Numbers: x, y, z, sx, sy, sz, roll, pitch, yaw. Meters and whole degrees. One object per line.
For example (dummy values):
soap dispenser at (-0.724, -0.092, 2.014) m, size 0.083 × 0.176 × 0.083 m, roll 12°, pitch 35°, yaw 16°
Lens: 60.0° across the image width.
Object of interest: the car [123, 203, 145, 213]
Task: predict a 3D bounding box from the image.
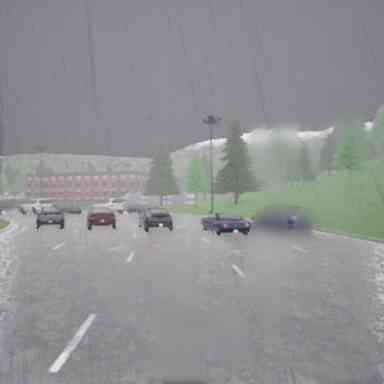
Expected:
car at (-7.075, 2.231, 45.249) m, size 1.994 × 1.385 × 4.181 m, roll 0°, pitch -1°, yaw -42°

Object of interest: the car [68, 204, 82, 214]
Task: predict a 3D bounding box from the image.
car at (-16.601, 2.272, 44.558) m, size 4.181 × 1.385 × 1.994 m, roll -1°, pitch -1°, yaw 41°

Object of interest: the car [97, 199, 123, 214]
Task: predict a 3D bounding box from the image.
car at (-11.218, 1.903, 44.539) m, size 2.150 × 2.045 × 5.566 m, roll 1°, pitch -1°, yaw -43°

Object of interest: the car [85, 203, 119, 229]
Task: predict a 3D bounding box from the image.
car at (-6.894, 1.862, 24.908) m, size 1.882 × 1.535 × 5.008 m, roll 0°, pitch -1°, yaw -20°

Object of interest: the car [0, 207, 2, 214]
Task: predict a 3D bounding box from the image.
car at (-26.627, 2.269, 43.262) m, size 4.674 × 1.442 × 1.812 m, roll -1°, pitch -1°, yaw 32°

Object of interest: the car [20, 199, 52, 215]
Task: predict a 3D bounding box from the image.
car at (-20.148, 1.927, 43.062) m, size 5.566 × 2.045 × 2.150 m, roll -1°, pitch -1°, yaw 39°

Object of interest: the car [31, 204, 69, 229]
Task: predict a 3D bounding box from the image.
car at (-10.738, 1.900, 25.283) m, size 2.128 × 1.511 × 4.902 m, roll 0°, pitch -1°, yaw -22°

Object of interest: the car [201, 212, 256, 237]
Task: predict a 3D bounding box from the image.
car at (1.895, 1.873, 20.174) m, size 1.895 × 1.301 × 4.718 m, roll 0°, pitch -1°, yaw -12°

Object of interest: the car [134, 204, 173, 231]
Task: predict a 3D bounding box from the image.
car at (-2.635, 1.845, 23.264) m, size 1.837 × 1.490 × 4.892 m, roll 1°, pitch -1°, yaw -16°

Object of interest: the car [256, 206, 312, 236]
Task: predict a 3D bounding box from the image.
car at (5.349, 1.608, 20.438) m, size 2.097 × 1.767 × 4.553 m, roll 0°, pitch -1°, yaw -12°
